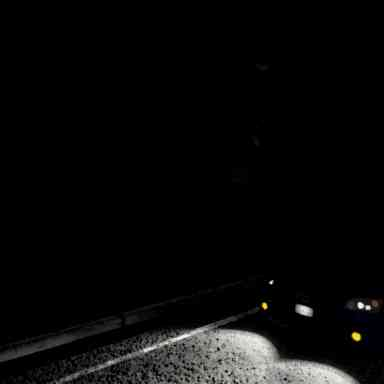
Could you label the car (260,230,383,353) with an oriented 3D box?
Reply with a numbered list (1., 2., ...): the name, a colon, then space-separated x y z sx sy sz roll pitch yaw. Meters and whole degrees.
1. car: 3.124 1.414 5.886 4.181 1.385 1.994 -2 1 -38
